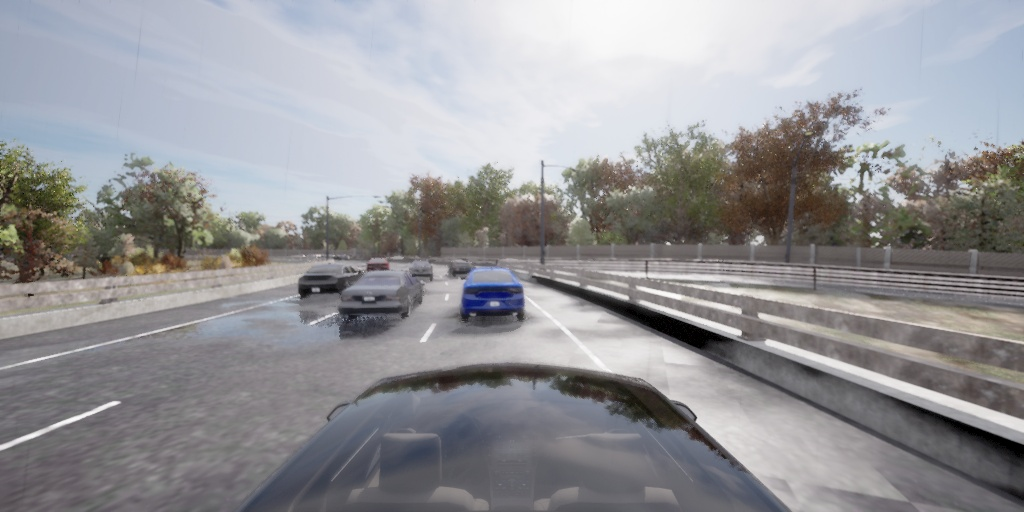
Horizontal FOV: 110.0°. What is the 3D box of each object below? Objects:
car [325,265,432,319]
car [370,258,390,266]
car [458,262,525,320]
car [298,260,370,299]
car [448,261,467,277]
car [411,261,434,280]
[{"bbox_3d":[-4.235,1.211,12.420,2.033,1.411,5.357,0,1,-6],"label":"car"},{"bbox_3d":[-12.543,0.970,33.683,1.882,1.535,5.008,0,0,-18],"label":"car"},{"bbox_3d":[-0.743,1.140,12.307,1.882,1.535,5.008,0,1,-6],"label":"car"},{"bbox_3d":[-8.456,1.132,17.145,1.837,1.490,4.892,0,0,-9],"label":"car"},{"bbox_3d":[-4.566,1.105,31.799,1.895,1.301,4.718,0,0,-16],"label":"car"},{"bbox_3d":[-7.110,1.085,27.902,2.033,1.411,5.357,0,1,-14],"label":"car"}]
